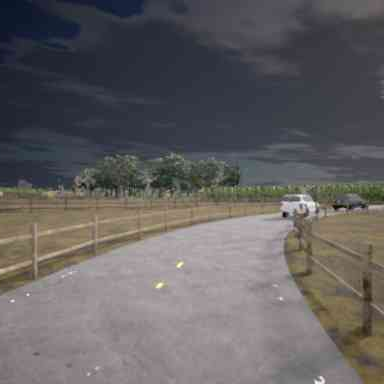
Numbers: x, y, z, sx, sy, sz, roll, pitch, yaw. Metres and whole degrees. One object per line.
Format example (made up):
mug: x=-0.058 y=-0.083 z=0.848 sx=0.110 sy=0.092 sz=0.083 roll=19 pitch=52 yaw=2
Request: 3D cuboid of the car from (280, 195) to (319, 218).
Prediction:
car: x=10.093 y=1.281 z=30.962 sx=2.150 sy=2.045 sz=5.566 roll=-1 pitch=-1 yaw=36

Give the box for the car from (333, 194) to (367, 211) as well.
car: x=19.682 y=1.282 z=41.304 sx=5.566 sy=2.045 sz=2.150 roll=-1 pitch=-1 yaw=-38
